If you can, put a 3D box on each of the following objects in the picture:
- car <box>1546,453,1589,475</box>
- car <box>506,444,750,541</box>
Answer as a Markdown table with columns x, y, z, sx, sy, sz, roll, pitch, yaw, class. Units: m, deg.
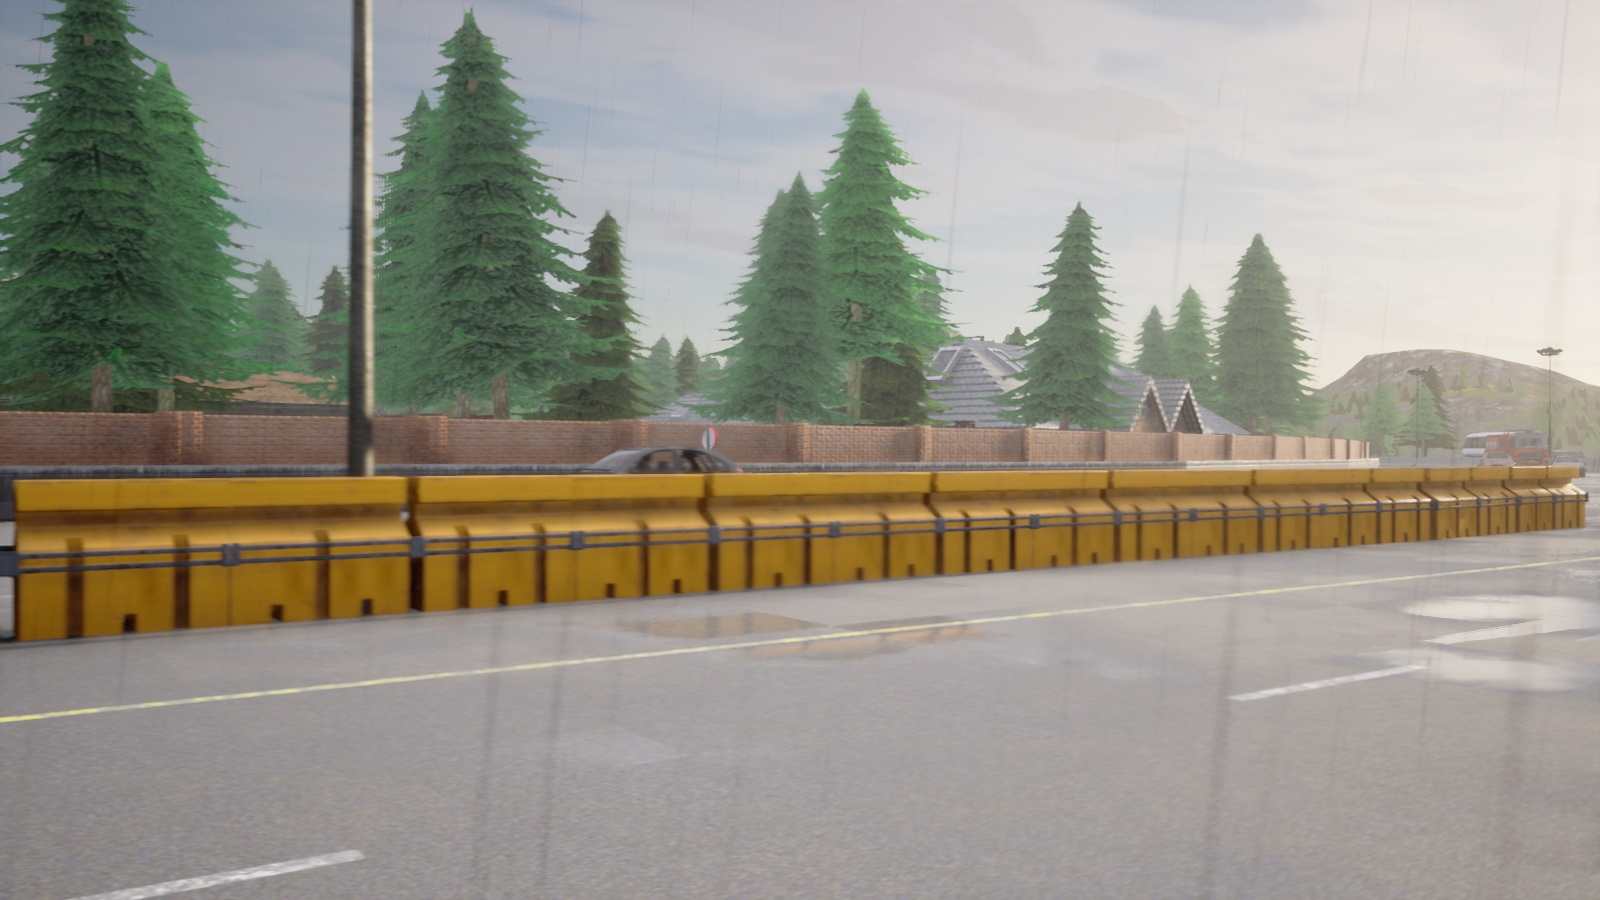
| x | y | z | sx | sy | sz | roll | pitch | yaw | class |
| --- | --- | --- | --- | --- | --- | --- | --- | --- | --- |
| 50.139 | 0.887 | 82.108 | 2.033 | 1.411 | 5.357 | 0 | 0 | 27 | car |
| -3.095 | 0.706 | 22.821 | 3.988 | 1.617 | 1.851 | 0 | 0 | -35 | car |
